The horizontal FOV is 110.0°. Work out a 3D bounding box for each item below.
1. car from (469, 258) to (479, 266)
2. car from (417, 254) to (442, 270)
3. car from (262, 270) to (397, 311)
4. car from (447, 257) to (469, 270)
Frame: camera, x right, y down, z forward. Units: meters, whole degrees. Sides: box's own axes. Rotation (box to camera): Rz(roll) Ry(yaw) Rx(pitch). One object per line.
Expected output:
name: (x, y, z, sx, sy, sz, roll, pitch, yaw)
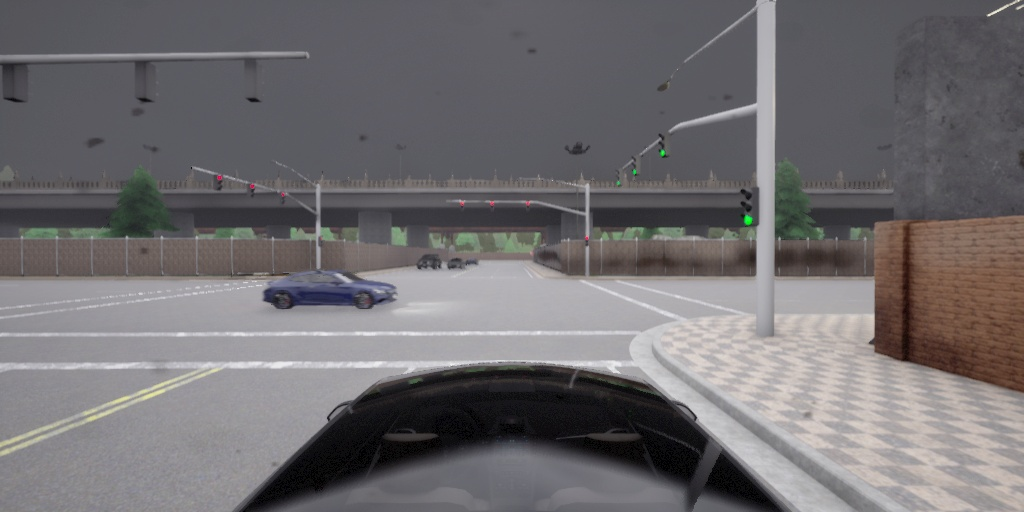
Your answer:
car: (-7.033, 0.983, 63.720, 2.033, 1.411, 5.357, 0, 0, 1)
car: (-10.577, 0.746, 46.217, 2.150, 2.045, 5.566, 0, 0, 1)
car: (-6.726, 1.240, 13.417, 4.674, 1.442, 1.812, 0, 0, 0)
car: (-7.081, 1.029, 46.012, 1.837, 1.490, 4.892, 0, 1, 0)
